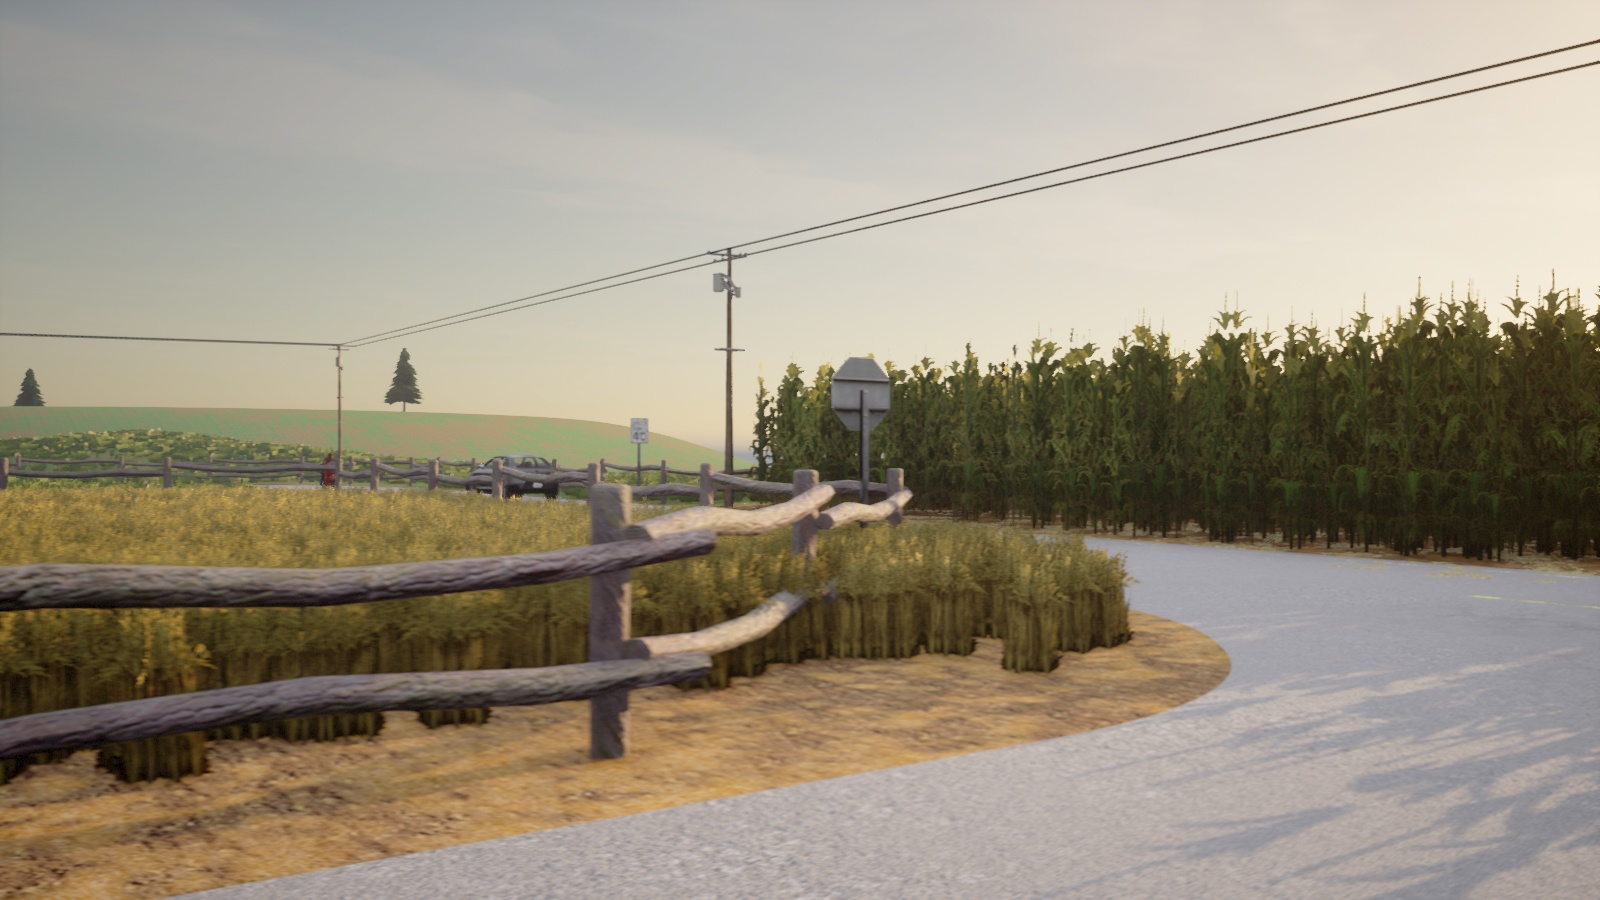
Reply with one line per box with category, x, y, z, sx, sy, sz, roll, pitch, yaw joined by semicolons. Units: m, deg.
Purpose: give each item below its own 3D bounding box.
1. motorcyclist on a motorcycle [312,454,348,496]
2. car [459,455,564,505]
motorcyclist on a motorcycle;-17.301;0.895;46.200;0.797;1.523;2.044;0;0;-33
car;-9.171;0.898;39.740;1.816;1.474;4.193;0;0;-35
